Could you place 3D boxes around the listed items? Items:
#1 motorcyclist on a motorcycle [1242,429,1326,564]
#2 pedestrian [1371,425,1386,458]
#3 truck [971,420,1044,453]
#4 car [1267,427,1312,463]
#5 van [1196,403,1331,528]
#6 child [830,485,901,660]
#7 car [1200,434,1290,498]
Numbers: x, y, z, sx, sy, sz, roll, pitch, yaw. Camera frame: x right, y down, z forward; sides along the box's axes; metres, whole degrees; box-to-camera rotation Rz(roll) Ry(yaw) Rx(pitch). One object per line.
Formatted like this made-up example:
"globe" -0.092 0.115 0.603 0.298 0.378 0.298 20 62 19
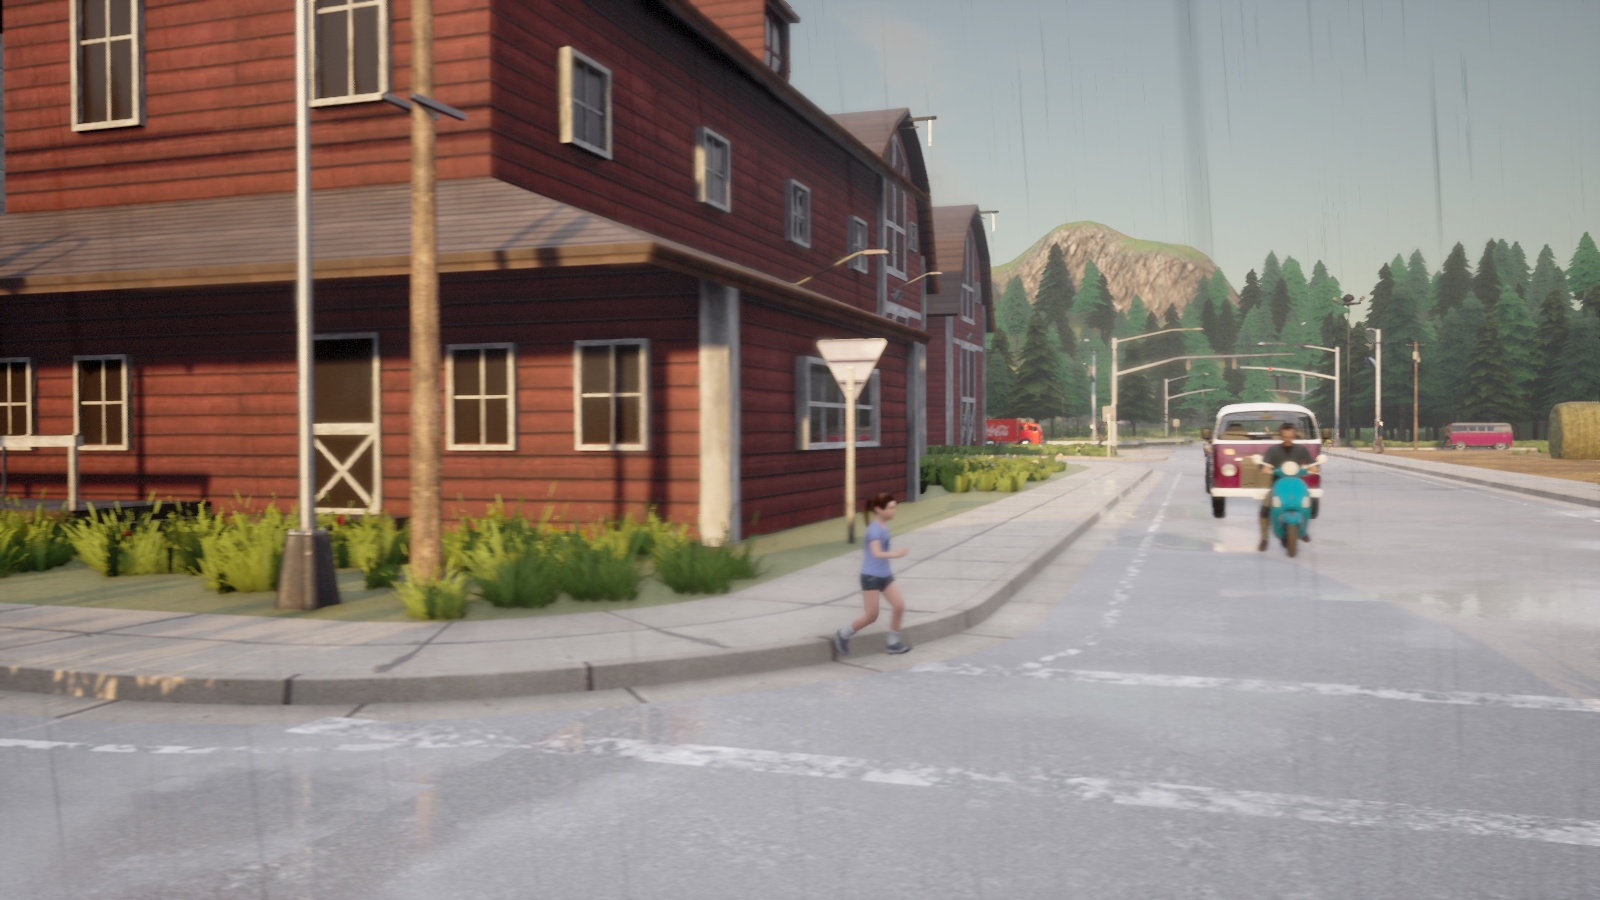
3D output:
"motorcyclist on a motorcycle" 6.056 0.540 15.802 0.866 1.590 1.817 0 1 18
"pedestrian" 31.781 -0.462 69.005 0.726 1.842 0.402 1 1 26
"truck" 16.020 -1.037 96.803 5.204 2.467 2.627 0 1 19
"car" 26.323 -0.302 67.652 1.932 1.855 4.605 0 1 17
"van" 8.306 0.213 22.830 2.069 2.038 4.480 0 1 18
"child" 0.430 0.795 8.272 0.394 1.110 0.255 1 1 29
"car" 10.999 0.339 31.252 1.970 1.475 3.806 0 1 18
